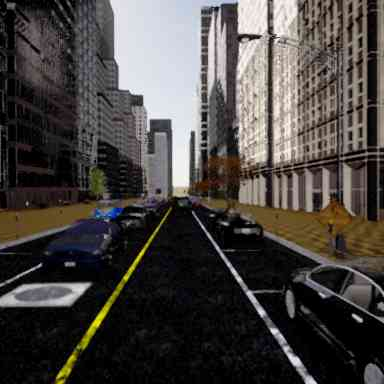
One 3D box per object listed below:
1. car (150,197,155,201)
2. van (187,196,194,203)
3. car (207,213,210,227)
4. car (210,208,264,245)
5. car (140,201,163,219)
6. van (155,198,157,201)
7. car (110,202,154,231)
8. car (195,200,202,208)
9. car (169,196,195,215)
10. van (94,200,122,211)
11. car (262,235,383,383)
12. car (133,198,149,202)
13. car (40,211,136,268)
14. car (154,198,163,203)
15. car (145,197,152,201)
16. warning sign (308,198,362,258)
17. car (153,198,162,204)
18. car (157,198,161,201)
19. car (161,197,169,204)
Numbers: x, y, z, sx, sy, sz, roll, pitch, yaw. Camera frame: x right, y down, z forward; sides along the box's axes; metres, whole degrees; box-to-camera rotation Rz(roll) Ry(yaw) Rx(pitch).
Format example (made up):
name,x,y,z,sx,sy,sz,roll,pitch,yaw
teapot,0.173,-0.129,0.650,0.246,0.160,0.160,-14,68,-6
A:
name,x,y,z,sx,sy,sz,roll,pitch,yaw
car,-7.622,1.940,54.815,1.887,1.381,4.507,-1,0,-2
van,-0.457,1.934,88.844,1.690,1.788,3.998,-2,0,-2
car,1.958,1.677,21.386,1.947,1.339,4.313,-1,0,-2
car,2.158,1.642,15.764,1.947,1.339,4.313,-1,0,-2
car,-4.155,1.820,32.073,1.895,1.301,4.718,0,0,-2
van,-7.827,1.777,60.437,1.690,1.788,3.998,-1,0,-2
car,-3.841,1.661,22.071,1.837,1.490,4.892,0,-1,-2
car,0.754,1.921,55.114,1.802,1.307,4.206,-1,0,-2
car,-1.182,1.452,37.084,2.150,2.045,5.566,0,0,-2
van,-6.623,1.543,26.709,1.690,1.788,3.998,-1,0,-2
car,2.560,1.560,4.521,2.008,1.369,4.403,-1,0,-2
car,-7.220,1.866,43.572,2.008,1.369,4.403,-1,0,-2
car,-3.486,1.640,11.920,2.033,1.411,5.357,0,0,-2
car,-8.826,2.200,88.542,2.008,1.369,4.403,-1,0,-2
car,-7.416,1.878,49.024,1.752,1.417,4.829,-1,0,-2
warning sign,4.728,1.147,11.076,1.300,1.860,1.060,1,1,-2
car,-8.625,2.156,82.922,2.008,1.369,4.403,-1,0,-2
car,-8.224,2.064,71.678,1.887,1.381,4.507,-1,0,-2
car,-5.626,1.837,74.593,2.128,1.511,4.902,0,0,-2
